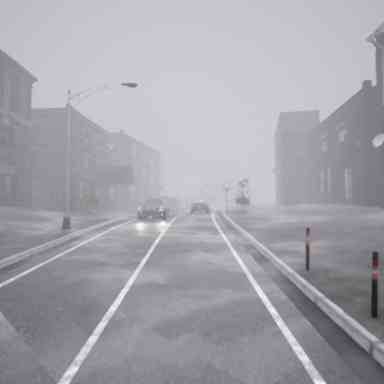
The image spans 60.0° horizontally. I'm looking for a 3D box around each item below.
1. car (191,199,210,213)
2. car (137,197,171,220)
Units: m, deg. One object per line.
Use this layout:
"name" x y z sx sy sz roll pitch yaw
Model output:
"car" 0.956 1.479 35.853 1.812 1.442 4.674 0 -1 5
"car" -2.860 1.193 25.670 2.097 1.767 4.553 0 0 2
